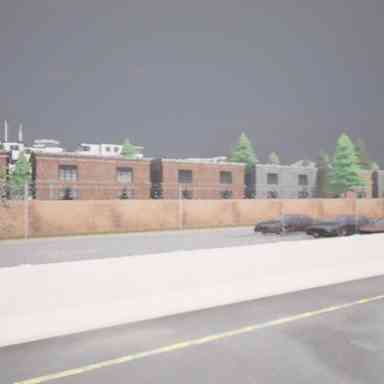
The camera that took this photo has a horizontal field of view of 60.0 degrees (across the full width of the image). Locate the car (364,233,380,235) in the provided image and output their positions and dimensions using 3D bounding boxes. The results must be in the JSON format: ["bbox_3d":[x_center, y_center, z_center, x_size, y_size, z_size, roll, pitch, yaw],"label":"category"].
[{"bbox_3d":[10.869,1.932,17.498,5.008,1.535,1.882,0,-2,-29],"label":"car"}]

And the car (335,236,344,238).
[{"bbox_3d":[9.623,2.125,20.803,5.357,1.411,2.033,0,-2,-29],"label":"car"}]
